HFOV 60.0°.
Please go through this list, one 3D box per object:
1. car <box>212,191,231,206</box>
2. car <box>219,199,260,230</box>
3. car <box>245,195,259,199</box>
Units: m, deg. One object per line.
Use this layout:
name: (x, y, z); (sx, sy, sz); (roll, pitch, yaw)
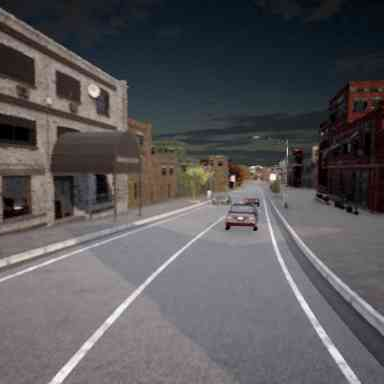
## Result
car: (3.835, 0.780, 42.253); (2.097, 1.767, 4.553); (1, 2, 12)
car: (3.093, 1.424, 20.286); (2.033, 1.411, 5.357); (1, 1, 11)
car: (7.690, 1.079, 42.694); (1.895, 1.301, 4.718); (1, 2, 12)
